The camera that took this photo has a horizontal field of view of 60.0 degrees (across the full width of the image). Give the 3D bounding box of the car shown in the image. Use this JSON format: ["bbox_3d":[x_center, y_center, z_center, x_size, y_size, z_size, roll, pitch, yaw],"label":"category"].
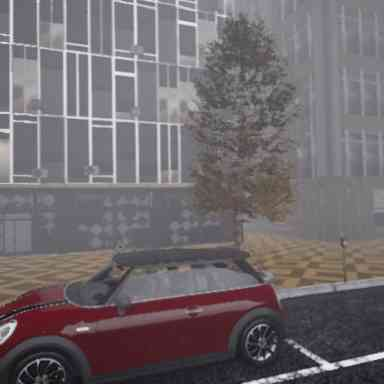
[{"bbox_3d":[-0.766,1.603,4.849,4.097,1.590,1.967,0,-2,-20],"label":"car"}]
